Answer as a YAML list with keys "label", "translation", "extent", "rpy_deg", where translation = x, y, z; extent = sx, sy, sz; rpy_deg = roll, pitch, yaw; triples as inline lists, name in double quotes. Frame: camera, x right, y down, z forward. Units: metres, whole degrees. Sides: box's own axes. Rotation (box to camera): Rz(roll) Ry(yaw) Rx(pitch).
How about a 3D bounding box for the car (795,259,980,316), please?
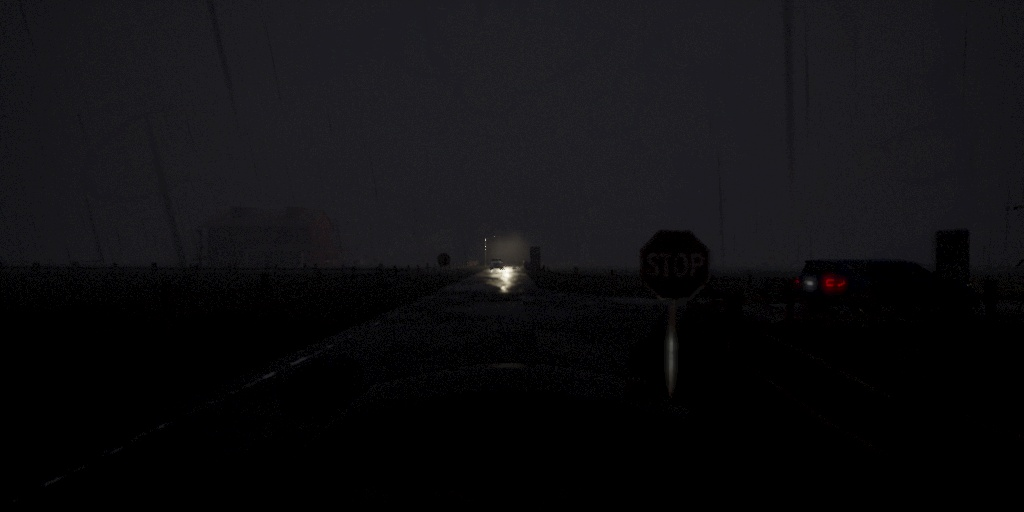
- label: "car"
  translation: [13.972, 1.139, 13.612]
  extent: [5.566, 2.045, 2.150]
  rpy_deg: [0, 0, 0]

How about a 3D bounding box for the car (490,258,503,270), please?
- label: "car"
  translation: [-2.807, 1.417, 65.373]
  extent: [2.150, 2.045, 5.566]
  rpy_deg: [0, 0, 0]
